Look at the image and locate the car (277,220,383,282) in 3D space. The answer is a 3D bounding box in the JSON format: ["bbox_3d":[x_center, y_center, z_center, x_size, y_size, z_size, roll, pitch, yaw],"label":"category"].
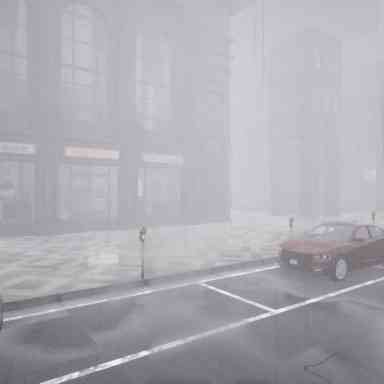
[{"bbox_3d":[4.419,1.545,9.798,4.507,1.381,1.887,0,0,-36],"label":"car"}]

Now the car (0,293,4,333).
[{"bbox_3d":[-4.701,1.315,3.290,5.009,1.841,2.192,0,0,-36],"label":"car"}]
